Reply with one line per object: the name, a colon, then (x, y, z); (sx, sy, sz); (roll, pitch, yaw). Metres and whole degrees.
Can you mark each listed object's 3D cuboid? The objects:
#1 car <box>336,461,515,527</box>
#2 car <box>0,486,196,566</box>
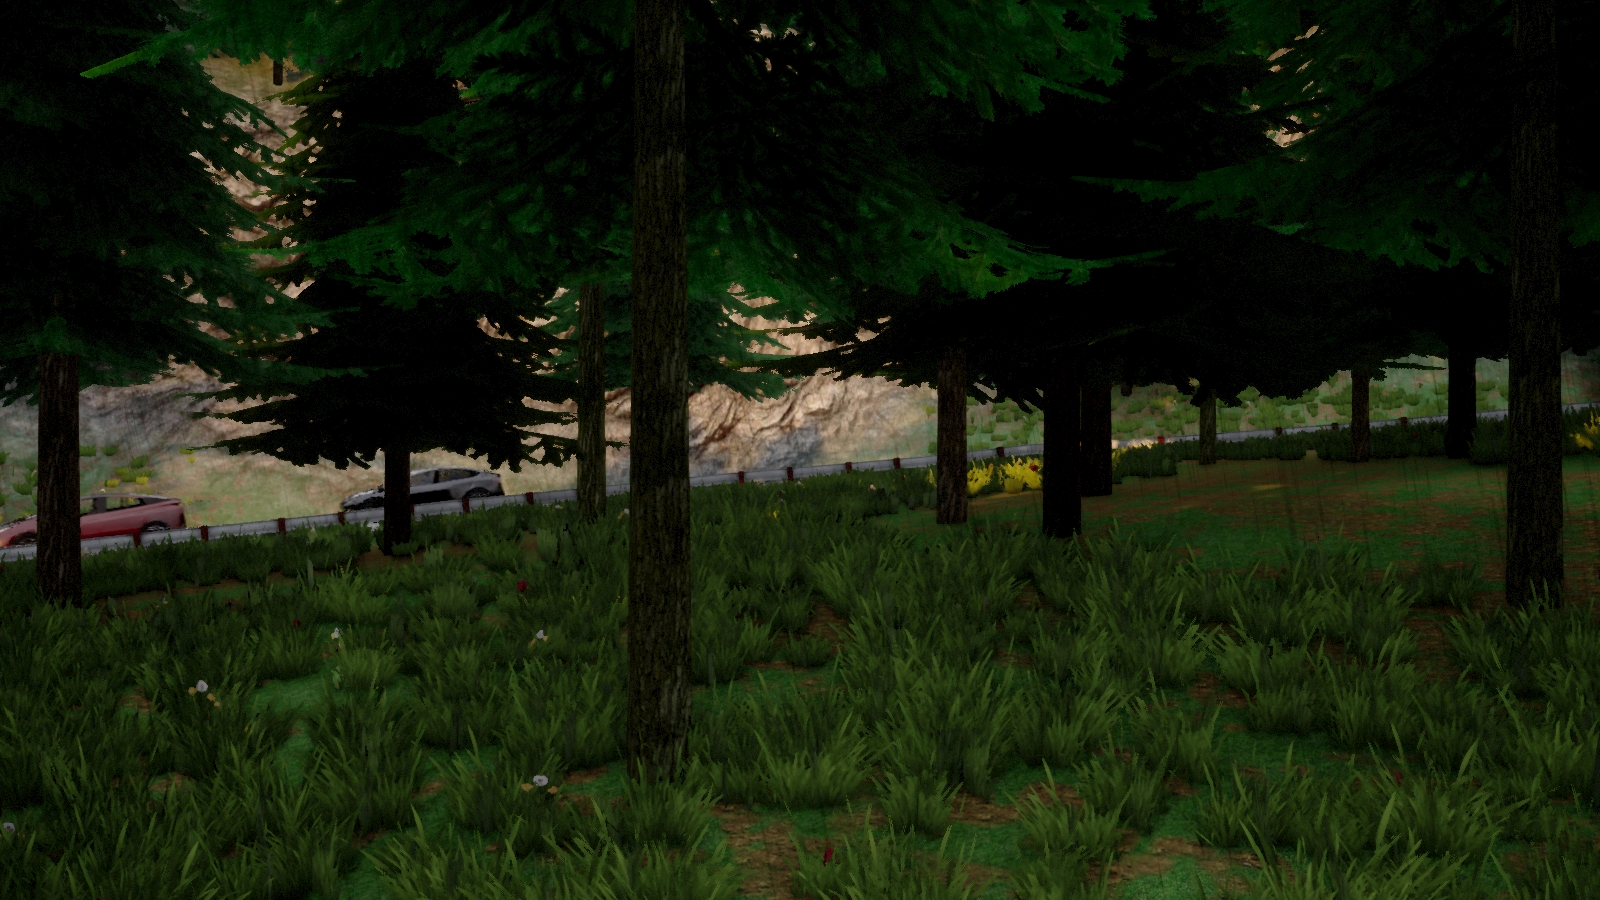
car: (-11.474, 1.298, 35.100); (4.792, 1.488, 2.163); (-5, 3, -29)
car: (-18.808, 1.954, 30.358); (4.514, 1.525, 2.007); (-6, 3, -36)
